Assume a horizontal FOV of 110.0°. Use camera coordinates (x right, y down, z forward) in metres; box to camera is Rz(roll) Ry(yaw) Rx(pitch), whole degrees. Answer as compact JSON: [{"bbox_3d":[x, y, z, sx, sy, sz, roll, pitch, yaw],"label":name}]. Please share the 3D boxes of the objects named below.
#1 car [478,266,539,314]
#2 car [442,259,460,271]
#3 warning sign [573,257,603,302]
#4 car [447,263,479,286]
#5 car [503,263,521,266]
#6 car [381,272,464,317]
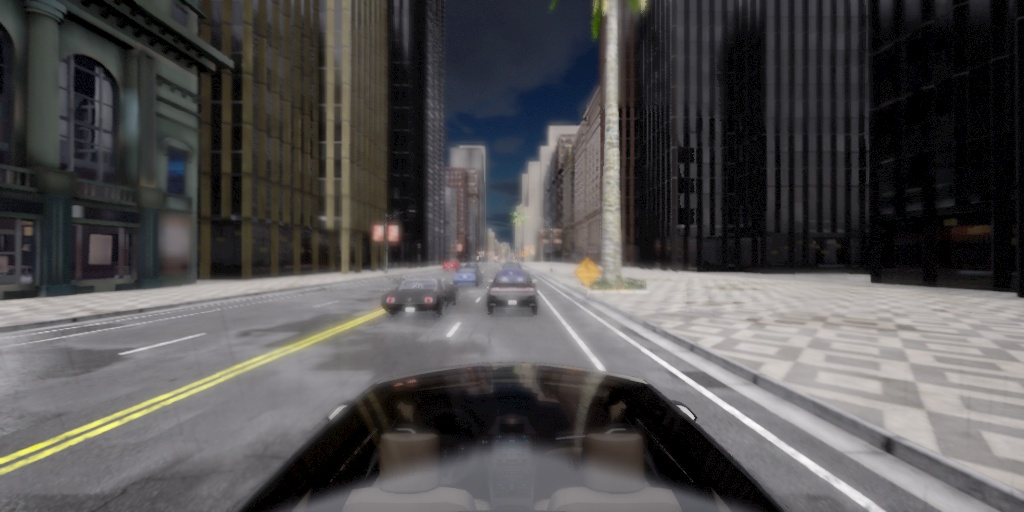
[{"bbox_3d":[0.038,1.341,14.258,2.128,1.511,4.902,0,0,1],"label":"car"},{"bbox_3d":[-9.823,1.431,58.546,2.150,2.045,5.566,0,0,1],"label":"car"},{"bbox_3d":[3.221,0.972,15.253,1.300,1.860,1.060,0,0,0],"label":"warning sign"},{"bbox_3d":[-3.239,1.498,27.098,2.033,1.411,5.357,0,0,0],"label":"car"},{"bbox_3d":[0.033,1.318,29.169,2.097,1.767,4.553,0,-1,1],"label":"car"},{"bbox_3d":[-3.219,1.445,13.640,1.895,1.301,4.718,0,0,1],"label":"car"}]
